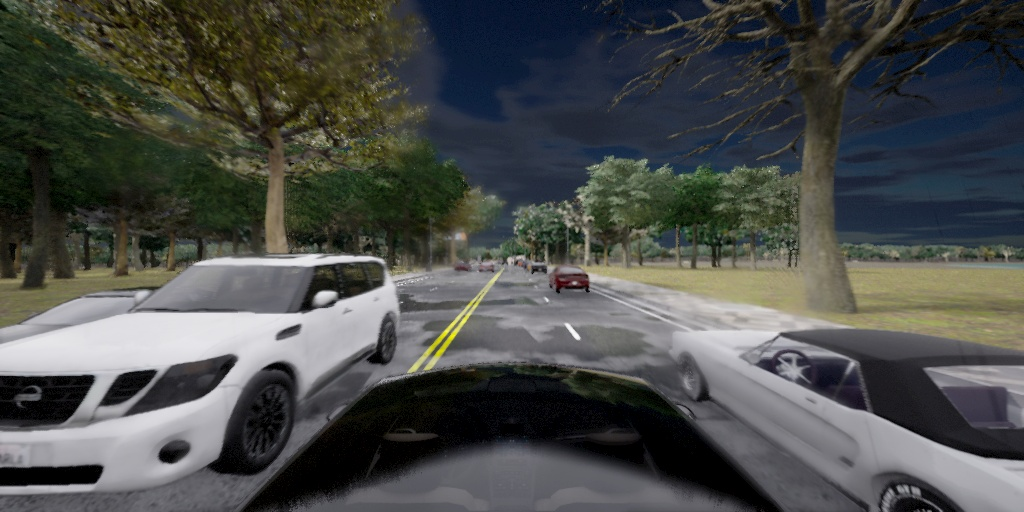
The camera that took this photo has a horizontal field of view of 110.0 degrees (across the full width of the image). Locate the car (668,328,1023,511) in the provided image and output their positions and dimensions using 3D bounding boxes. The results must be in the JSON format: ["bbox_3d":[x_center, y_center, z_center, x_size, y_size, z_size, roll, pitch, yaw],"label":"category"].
[{"bbox_3d":[3.350,1.357,3.456,1.895,1.301,4.718,0,0,0],"label":"car"}]

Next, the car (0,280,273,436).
[{"bbox_3d":[-6.613,1.290,6.210,1.812,1.442,4.674,0,0,0],"label":"car"}]

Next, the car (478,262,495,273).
[{"bbox_3d":[-3.330,1.491,47.242,1.812,1.442,4.674,0,-1,0],"label":"car"}]

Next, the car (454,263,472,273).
[{"bbox_3d":[-6.580,1.575,48.440,1.895,1.301,4.718,0,0,0],"label":"car"}]

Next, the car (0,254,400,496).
[{"bbox_3d":[-3.351,0.982,5.147,2.150,2.045,5.566,0,0,0],"label":"car"}]

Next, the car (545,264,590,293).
[{"bbox_3d":[3.347,1.301,21.617,1.882,1.535,5.008,0,0,0],"label":"car"}]

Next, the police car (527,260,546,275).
[{"bbox_3d":[3.243,1.368,43.725,1.930,1.638,5.238,0,0,0],"label":"police car"}]

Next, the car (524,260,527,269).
[{"bbox_3d":[3.241,1.480,54.806,1.801,1.575,5.366,0,0,0],"label":"car"}]
